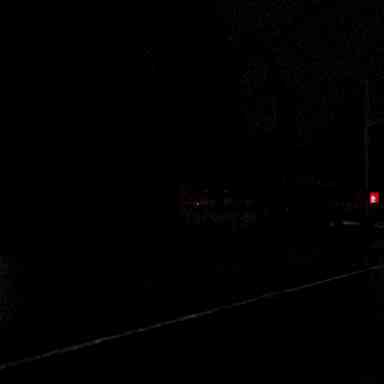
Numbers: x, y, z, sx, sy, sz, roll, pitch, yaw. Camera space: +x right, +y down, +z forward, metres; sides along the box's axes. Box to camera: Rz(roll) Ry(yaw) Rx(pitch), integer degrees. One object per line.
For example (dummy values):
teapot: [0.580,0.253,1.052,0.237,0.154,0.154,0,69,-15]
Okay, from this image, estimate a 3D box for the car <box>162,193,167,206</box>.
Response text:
car: [-3.647,1.367,50.080,2.097,1.767,4.553,0,0,-35]

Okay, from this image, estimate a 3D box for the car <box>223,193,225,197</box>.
car: [7.046,1.092,94.350,1.905,1.878,3.866,0,0,-37]

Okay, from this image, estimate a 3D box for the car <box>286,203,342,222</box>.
car: [9.560,1.579,26.330,1.994,1.385,4.181,0,0,-37]

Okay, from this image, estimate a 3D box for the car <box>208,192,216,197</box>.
car: [4.957,1.113,92.288,1.932,1.855,4.605,0,0,-37]

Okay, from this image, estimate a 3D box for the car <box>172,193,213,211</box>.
car: [0.092,1.367,38.872,2.097,1.767,4.553,0,0,-37]
